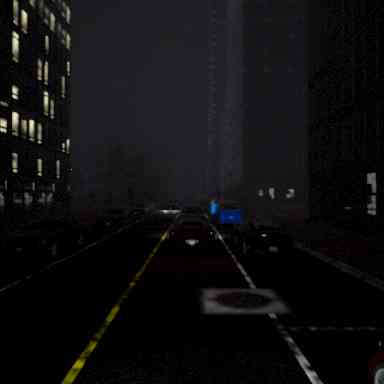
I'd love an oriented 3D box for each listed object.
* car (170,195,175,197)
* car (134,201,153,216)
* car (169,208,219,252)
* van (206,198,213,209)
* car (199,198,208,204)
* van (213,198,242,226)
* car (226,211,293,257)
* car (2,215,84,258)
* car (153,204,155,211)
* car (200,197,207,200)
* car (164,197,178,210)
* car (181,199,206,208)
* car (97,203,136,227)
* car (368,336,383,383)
[{"bbox_3d":[-5.679,2.014,79.811,1.887,1.381,4.507,0,0,0],"label":"car"},{"bbox_3d":[-5.765,1.820,36.006,1.947,1.339,4.313,0,0,0],"label":"car"},{"bbox_3d":[0.007,1.652,14.388,1.812,1.442,4.674,0,0,0],"label":"car"},{"bbox_3d":[2.779,1.595,36.008,1.690,1.788,3.998,0,0,0],"label":"van"},{"bbox_3d":[2.702,2.035,79.812,1.947,1.339,4.313,0,0,0],"label":"car"},{"bbox_3d":[2.696,1.536,24.611,1.690,1.788,3.998,0,0,0],"label":"van"},{"bbox_3d":[2.692,1.668,13.205,2.008,1.369,4.403,0,0,0],"label":"car"},{"bbox_3d":[-5.689,1.662,13.206,1.887,1.381,4.507,0,-1,0],"label":"car"},{"bbox_3d":[-5.812,1.815,43.241,1.752,1.417,4.829,0,0,0],"label":"car"},{"bbox_3d":[2.702,1.881,74.132,1.967,1.590,4.097,0,0,0],"label":"car"},{"bbox_3d":[-2.996,1.863,48.755,2.033,1.411,5.357,0,0,0],"label":"car"},{"bbox_3d":[0.010,1.699,29.474,1.882,1.535,5.008,0,0,0],"label":"car"},{"bbox_3d":[-5.686,1.761,24.610,1.947,1.339,4.313,0,0,0],"label":"car"},{"bbox_3d":[2.690,1.600,1.804,1.802,1.307,4.206,0,-1,0],"label":"car"}]
